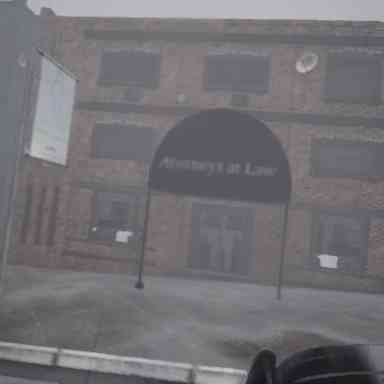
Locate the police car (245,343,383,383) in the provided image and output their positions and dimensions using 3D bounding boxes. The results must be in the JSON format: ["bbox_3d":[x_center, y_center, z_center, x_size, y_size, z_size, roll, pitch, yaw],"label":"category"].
[{"bbox_3d":[3.026,1.754,2.457,5.238,1.638,1.930,2,-4,9],"label":"police car"}]
